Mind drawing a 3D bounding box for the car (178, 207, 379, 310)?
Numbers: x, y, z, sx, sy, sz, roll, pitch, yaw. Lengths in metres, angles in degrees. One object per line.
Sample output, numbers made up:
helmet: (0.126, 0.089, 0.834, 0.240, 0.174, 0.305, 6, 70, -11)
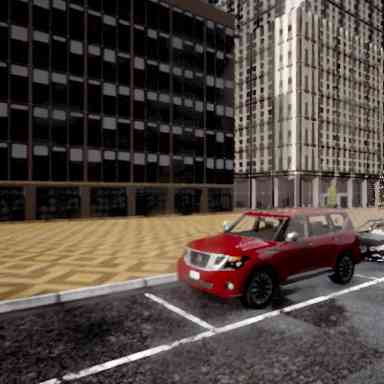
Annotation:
car: (2.101, 1.332, 8.062, 5.009, 1.841, 2.192, 0, 0, -36)

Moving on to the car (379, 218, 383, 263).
car: (6.715, 1.583, 11.353, 4.403, 1.369, 2.008, 0, 0, -36)
